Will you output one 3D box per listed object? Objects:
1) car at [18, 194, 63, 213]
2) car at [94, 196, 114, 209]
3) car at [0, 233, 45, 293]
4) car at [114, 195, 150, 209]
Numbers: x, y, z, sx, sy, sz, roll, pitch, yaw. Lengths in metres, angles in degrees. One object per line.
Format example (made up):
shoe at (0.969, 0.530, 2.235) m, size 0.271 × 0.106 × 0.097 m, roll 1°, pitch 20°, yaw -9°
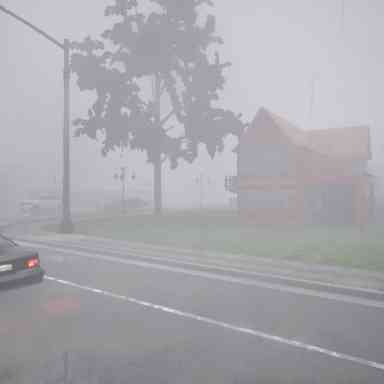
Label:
car at (-16.632, 1.222, 37.618) m, size 2.150 × 2.045 × 5.566 m, roll 0°, pitch 0°, yaw 33°
car at (-11.170, 1.352, 45.728) m, size 2.097 × 1.767 × 4.553 m, roll 0°, pitch 0°, yaw 34°
car at (-5.736, 1.547, 8.025) m, size 5.357 × 1.411 × 2.033 m, roll 0°, pitch 0°, yaw 36°
car at (-7.649, 1.505, 44.369) m, size 1.837 × 1.490 × 4.892 m, roll 0°, pitch 0°, yaw 34°
